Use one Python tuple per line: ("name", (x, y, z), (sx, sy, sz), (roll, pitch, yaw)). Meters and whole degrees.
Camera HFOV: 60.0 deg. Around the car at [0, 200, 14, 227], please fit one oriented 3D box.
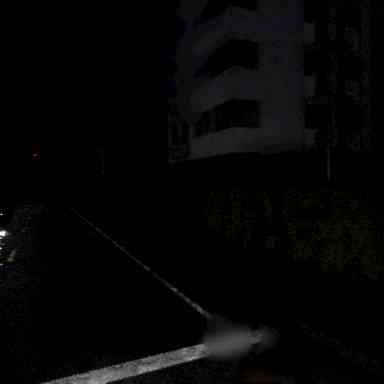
("car", (-12.221, 1.283, 20.504), (2.128, 1.511, 4.902), (-2, 2, -24))
